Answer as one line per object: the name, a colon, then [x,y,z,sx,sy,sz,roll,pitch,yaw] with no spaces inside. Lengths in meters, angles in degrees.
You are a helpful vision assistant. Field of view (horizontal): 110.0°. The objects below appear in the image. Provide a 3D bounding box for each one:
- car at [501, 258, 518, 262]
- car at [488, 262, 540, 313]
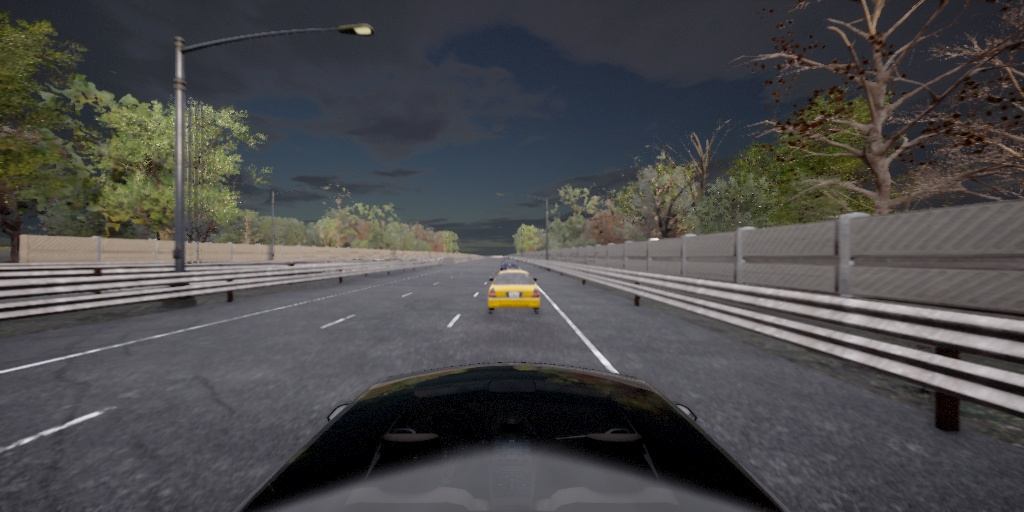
car: [-0.301,1.027,43.017,2.097,1.767,4.553,0,0,-1]
car: [0.055,1.185,13.837,1.801,1.575,5.366,0,0,0]
